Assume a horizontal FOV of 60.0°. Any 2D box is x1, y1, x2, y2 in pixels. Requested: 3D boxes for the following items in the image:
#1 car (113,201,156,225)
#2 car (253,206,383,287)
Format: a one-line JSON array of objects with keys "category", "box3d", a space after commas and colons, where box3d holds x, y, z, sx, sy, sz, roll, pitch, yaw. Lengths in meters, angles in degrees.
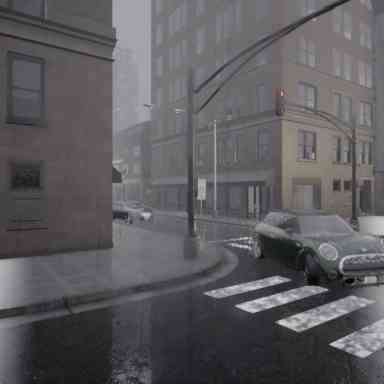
[{"category": "car", "box3d": [-4.309, 1.376, 23.371, 2.128, 1.511, 4.902, 0, 0, -36]}, {"category": "car", "box3d": [3.468, 1.330, 9.530, 2.097, 1.767, 4.553, -1, 1, -12]}]
